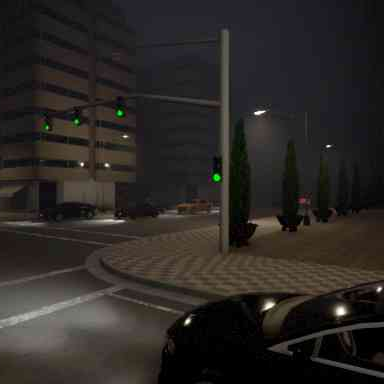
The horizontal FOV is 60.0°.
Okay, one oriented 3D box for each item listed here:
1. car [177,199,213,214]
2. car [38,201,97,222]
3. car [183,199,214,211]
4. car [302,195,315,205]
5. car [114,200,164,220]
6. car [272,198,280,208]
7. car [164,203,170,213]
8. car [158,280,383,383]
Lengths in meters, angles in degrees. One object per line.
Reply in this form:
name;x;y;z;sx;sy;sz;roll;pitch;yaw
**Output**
car;0.368;1.533;36.316;1.882;1.535;5.008;0;0;35
car;-10.160;1.560;27.487;1.837;1.490;4.892;0;0;35
car;0.916;1.619;43.131;1.994;1.385;4.181;0;0;36
car;20.296;1.407;58.482;2.097;1.767;4.553;0;0;32
car;-4.784;1.619;29.030;1.994;1.385;4.181;0;0;35
car;13.093;1.547;47.913;2.128;1.511;4.902;0;0;35
car;-4.538;1.603;35.443;2.033;1.411;5.357;0;0;35
car;1.895;1.492;2.622;4.902;1.511;2.128;0;0;36
